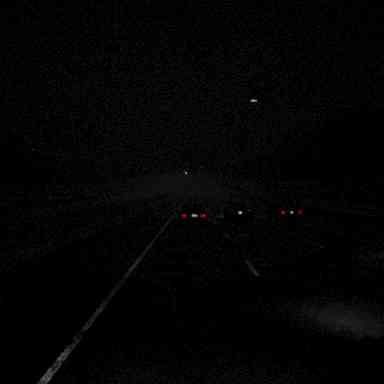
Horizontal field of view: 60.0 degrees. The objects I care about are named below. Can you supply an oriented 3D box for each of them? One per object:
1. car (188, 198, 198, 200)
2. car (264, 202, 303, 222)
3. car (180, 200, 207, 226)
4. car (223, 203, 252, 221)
[{"bbox_3d":[0.101,1.456,41.605,1.994,1.385,4.181,0,1,0],"label":"car"},{"bbox_3d":[7.100,1.515,26.167,2.033,1.411,5.357,0,0,0],"label":"car"},{"bbox_3d":[0.101,1.520,23.192,2.033,1.411,5.357,0,0,0],"label":"car"},{"bbox_3d":[3.600,1.531,26.830,1.994,1.385,4.181,0,0,0],"label":"car"}]
